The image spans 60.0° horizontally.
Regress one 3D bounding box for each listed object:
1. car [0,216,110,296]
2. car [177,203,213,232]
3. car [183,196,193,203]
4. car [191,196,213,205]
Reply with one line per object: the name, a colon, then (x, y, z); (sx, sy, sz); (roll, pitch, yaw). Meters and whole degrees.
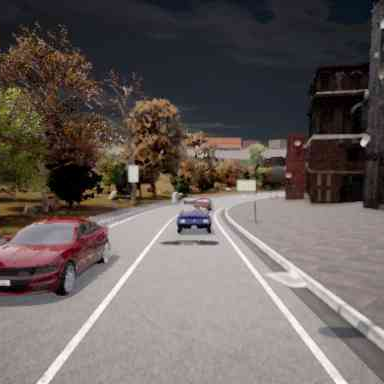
car: (-3.588, 1.461, 8.856); (1.882, 1.535, 5.008); (0, 0, 0)
car: (0.139, 1.567, 19.785); (1.895, 1.301, 4.718); (0, 0, 0)
car: (0.074, 1.207, 49.448); (1.895, 1.301, 4.718); (2, 2, 15)
car: (1.379, 1.406, 37.635); (1.812, 1.442, 4.674); (1, 1, 8)
